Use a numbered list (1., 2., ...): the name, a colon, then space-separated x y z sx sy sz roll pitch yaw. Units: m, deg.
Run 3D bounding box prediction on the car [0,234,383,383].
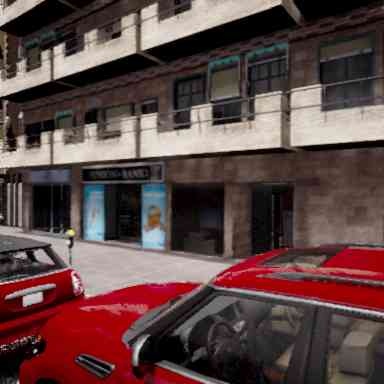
1. car: 0.922 1.314 2.213 5.009 1.841 2.192 0 0 35
